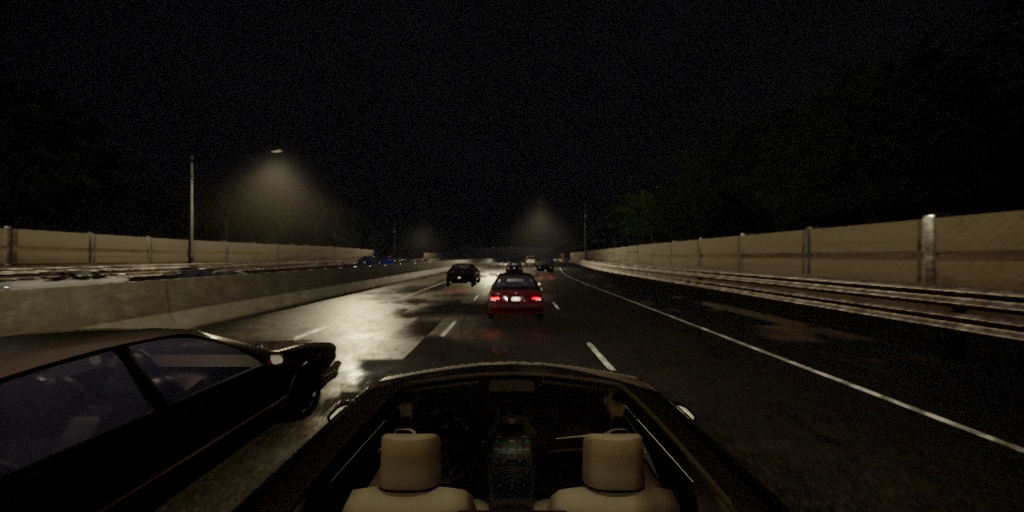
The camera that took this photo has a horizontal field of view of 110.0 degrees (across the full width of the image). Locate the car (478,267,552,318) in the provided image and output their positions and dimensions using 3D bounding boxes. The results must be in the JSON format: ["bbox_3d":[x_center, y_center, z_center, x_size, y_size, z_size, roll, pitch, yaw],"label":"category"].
[{"bbox_3d":[0.117,1.300,12.971,2.033,1.411,5.357,0,0,0],"label":"car"}]

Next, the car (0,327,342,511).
[{"bbox_3d":[-3.398,1.297,2.744,2.033,1.411,5.357,0,0,0],"label":"car"}]

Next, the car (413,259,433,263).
[{"bbox_3d":[-13.716,1.267,57.718,2.128,1.511,4.902,0,0,1],"label":"car"}]

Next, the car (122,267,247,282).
[{"bbox_3d":[-14.068,1.299,16.657,2.033,1.411,5.357,0,0,0],"label":"car"}]

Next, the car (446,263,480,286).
[{"bbox_3d":[-3.335,1.234,25.193,1.882,1.535,5.008,0,0,0],"label":"car"}]

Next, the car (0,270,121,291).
[{"bbox_3d":[-21.071,1.351,16.591,1.895,1.301,4.718,0,0,0],"label":"car"}]

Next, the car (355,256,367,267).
[{"bbox_3d":[-23.508,0.995,58.473,2.150,2.045,5.566,0,0,-2],"label":"car"}]

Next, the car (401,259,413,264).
[{"bbox_3d":[-17.174,1.271,59.948,2.128,1.511,4.902,0,0,1],"label":"car"}]

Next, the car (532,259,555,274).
[{"bbox_3d":[3.666,1.296,41.410,1.895,1.301,4.718,0,0,0],"label":"car"}]

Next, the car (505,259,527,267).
[{"bbox_3d":[0.261,1.311,39.909,2.033,1.411,5.357,0,0,0],"label":"car"}]

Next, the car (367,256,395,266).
[{"bbox_3d":[-20.707,0.996,57.731,2.150,2.045,5.566,0,0,1],"label":"car"}]
